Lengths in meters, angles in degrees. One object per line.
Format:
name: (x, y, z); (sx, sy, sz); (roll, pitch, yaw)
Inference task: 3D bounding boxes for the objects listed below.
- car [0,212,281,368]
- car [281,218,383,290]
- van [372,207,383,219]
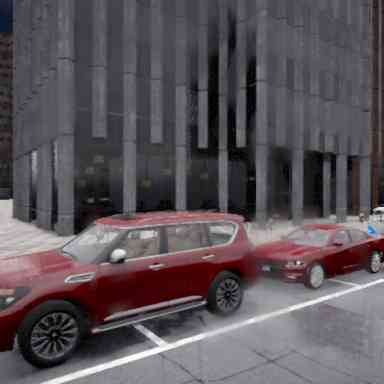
car: (-0.987, 1.328, 5.948); (5.009, 1.841, 2.192); (0, 0, -35)
car: (3.601, 1.588, 9.220); (4.507, 1.381, 1.887); (0, 0, -35)
van: (8.191, 1.414, 12.495); (3.998, 1.788, 1.690); (0, 0, -35)
